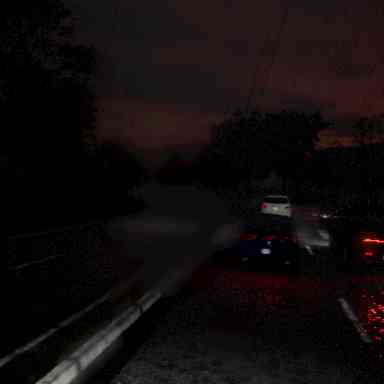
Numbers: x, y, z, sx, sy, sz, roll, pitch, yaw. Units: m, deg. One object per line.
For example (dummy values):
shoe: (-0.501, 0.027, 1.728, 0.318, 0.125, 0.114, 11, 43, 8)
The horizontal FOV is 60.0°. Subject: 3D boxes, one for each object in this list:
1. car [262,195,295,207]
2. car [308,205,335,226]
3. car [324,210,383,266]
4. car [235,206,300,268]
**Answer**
car: (6.729, 1.229, 25.921, 2.150, 2.045, 5.566, 2, 1, 19)
car: (9.527, 1.654, 24.124, 2.033, 1.411, 5.357, 2, 1, 19)
car: (5.995, 1.588, 11.477, 1.837, 1.490, 4.892, 1, 0, 14)
car: (2.658, 1.479, 11.564, 1.882, 1.535, 5.008, 1, 0, 15)
